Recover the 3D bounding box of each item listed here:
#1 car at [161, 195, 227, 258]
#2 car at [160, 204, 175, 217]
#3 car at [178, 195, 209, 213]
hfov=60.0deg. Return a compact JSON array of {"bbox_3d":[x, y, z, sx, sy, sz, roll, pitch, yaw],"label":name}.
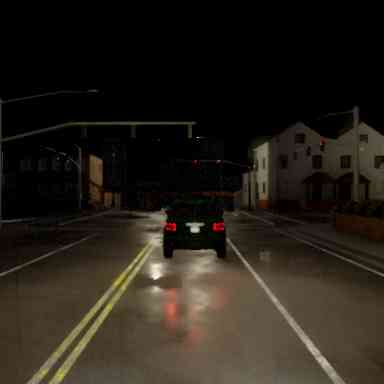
[{"bbox_3d":[0.092,1.286,13.188,2.150,2.045,5.566,0,0,0],"label":"car"},{"bbox_3d":[-3.580,2.836,49.452,1.812,1.442,4.674,0,-9,0],"label":"car"},{"bbox_3d":[0.048,1.397,40.054,2.150,2.045,5.566,0,-1,-18],"label":"car"}]
